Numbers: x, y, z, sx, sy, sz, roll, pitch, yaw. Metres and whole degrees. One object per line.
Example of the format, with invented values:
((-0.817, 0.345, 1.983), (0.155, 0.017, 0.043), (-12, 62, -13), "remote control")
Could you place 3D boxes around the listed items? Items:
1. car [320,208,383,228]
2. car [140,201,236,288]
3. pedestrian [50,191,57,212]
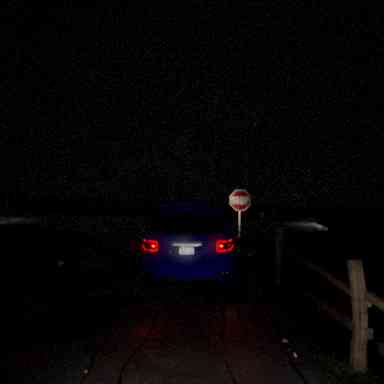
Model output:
((12.795, 1.929, 25.590), (5.357, 1.411, 2.033), (2, 3, 0), "car")
((-0.003, 1.250, 9.434), (2.150, 2.045, 5.566), (0, 1, 2), "car")
((-12.027, 0.800, 28.724), (0.375, 1.860, 0.375), (0, 1, 0), "pedestrian")
